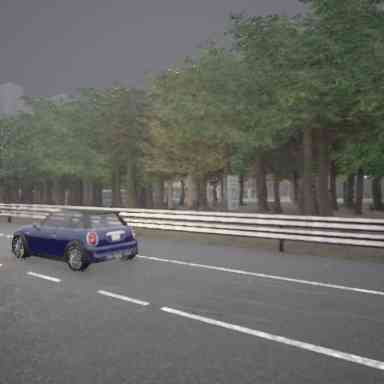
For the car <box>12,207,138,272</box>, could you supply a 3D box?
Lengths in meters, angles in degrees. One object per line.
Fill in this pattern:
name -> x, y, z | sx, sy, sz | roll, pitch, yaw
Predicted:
car -> -3.967, 1.353, 11.014 | 4.553, 1.767, 2.097 | 0, 0, 35
